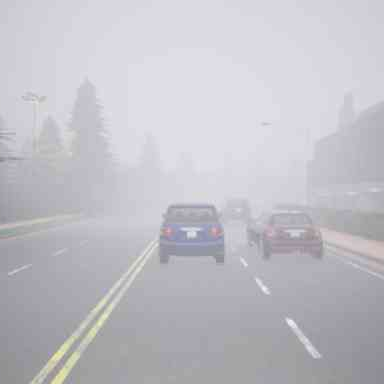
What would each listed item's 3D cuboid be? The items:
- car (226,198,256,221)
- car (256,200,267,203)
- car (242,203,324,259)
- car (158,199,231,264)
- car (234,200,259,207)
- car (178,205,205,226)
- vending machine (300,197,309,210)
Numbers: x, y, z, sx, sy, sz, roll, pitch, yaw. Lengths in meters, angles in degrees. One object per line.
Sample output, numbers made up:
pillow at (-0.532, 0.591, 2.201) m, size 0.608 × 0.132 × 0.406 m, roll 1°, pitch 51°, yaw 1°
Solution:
car at (3.538, 1.530, 27.547) m, size 2.150 × 2.045 × 5.566 m, roll 0°, pitch 0°, yaw 1°
car at (12.788, 2.237, 64.458) m, size 4.674 × 1.442 × 1.812 m, roll 1°, pitch -1°, yaw -41°
car at (3.517, 1.500, 13.410) m, size 2.097 × 1.767 × 4.553 m, roll 0°, pitch -1°, yaw 0°
car at (0.006, 1.365, 12.573) m, size 2.150 × 2.045 × 5.566 m, roll 0°, pitch 0°, yaw 0°
car at (11.093, 2.287, 67.620) m, size 5.357 × 1.411 × 2.033 m, roll 1°, pitch -1°, yaw -42°
car at (0.035, 1.852, 27.510) m, size 2.033 × 1.411 × 5.357 m, roll 0°, pitch -1°, yaw 1°
vending machine at (18.311, 1.792, 54.086) m, size 1.100 × 2.100 × 0.880 m, roll -1°, pitch -1°, yaw 45°
